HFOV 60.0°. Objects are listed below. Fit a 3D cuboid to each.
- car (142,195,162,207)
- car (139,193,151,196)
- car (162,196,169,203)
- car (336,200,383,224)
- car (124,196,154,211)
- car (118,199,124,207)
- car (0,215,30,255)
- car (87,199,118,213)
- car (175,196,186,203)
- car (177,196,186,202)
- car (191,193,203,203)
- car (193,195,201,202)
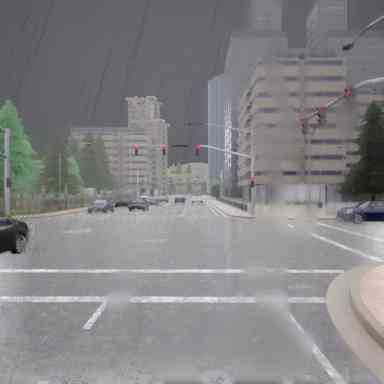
[{"bbox_3d":[-6.220,1.563,51.239,1.994,1.385,4.181,0,0,1],"label":"car"},{"bbox_3d":[-9.465,1.223,68.348,2.150,2.045,5.566,0,0,1],"label":"car"},{"bbox_3d":[-5.953,1.477,69.377,1.882,1.535,5.008,0,0,1],"label":"car"},{"bbox_3d":[12.943,1.352,24.092,4.553,1.767,2.097,0,0,1],"label":"car"},{"bbox_3d":[-6.333,1.547,40.295,2.033,1.411,5.357,0,0,1],"label":"car"},{"bbox_3d":[-9.760,1.601,47.564,1.895,1.301,4.718,0,0,1],"label":"car"},{"bbox_3d":[-7.022,1.491,10.531,2.128,1.511,4.902,0,0,1],"label":"car"},{"bbox_3d":[-9.854,1.526,36.417,1.812,1.442,4.674,0,0,1],"label":"car"},{"bbox_3d":[-2.472,1.477,67.289,1.882,1.535,5.008,0,0,1],"label":"car"},{"bbox_3d":[-2.382,1.593,76.688,1.895,1.301,4.718,0,0,1],"label":"car"},{"bbox_3d":[1.024,1.221,66.939,2.150,2.045,5.566,0,0,1],"label":"car"},{"bbox_3d":[1.117,1.521,76.625,1.812,1.442,4.674,0,0,1],"label":"car"}]
